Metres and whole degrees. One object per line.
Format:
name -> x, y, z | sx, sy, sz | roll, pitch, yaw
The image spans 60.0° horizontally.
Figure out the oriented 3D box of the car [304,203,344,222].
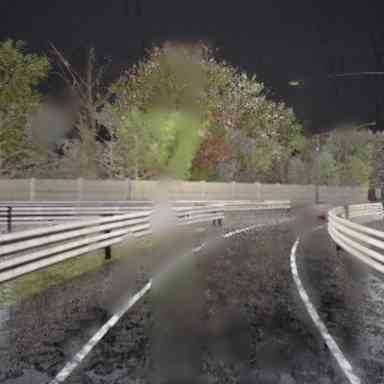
car -> 10.622, 1.559, 26.642 | 1.994, 1.385, 4.181 | 1, 0, 42
